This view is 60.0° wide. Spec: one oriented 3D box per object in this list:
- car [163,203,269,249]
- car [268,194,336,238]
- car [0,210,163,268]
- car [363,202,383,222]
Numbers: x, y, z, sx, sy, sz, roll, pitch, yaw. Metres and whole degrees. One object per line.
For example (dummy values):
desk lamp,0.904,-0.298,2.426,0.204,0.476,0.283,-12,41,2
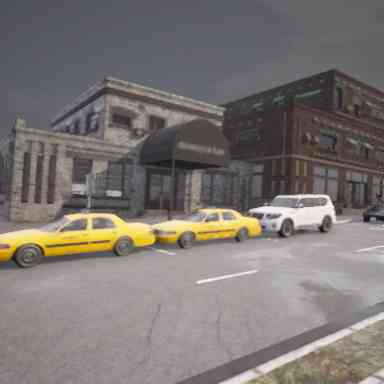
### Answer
car,0.634,1.405,14.334,5.366,1.575,1.946,0,0,-36
car,5.363,1.161,17.708,5.566,2.045,2.435,0,0,-36
car,-3.862,1.401,11.122,5.366,1.575,1.946,0,0,-36
car,14.348,1.450,24.133,4.792,1.488,2.163,0,0,-35
